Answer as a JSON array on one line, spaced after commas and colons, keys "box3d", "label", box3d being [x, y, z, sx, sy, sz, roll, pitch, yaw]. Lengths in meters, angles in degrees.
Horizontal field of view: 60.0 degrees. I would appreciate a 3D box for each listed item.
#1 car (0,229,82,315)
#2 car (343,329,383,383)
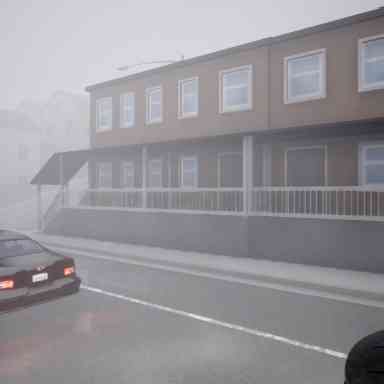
[{"box3d": [-4.709, 1.547, 7.320, 5.357, 1.411, 2.033, 0, 0, 36], "label": "car"}, {"box3d": [3.417, 1.478, 1.551, 5.008, 1.535, 1.882, 0, 0, 35], "label": "car"}]
